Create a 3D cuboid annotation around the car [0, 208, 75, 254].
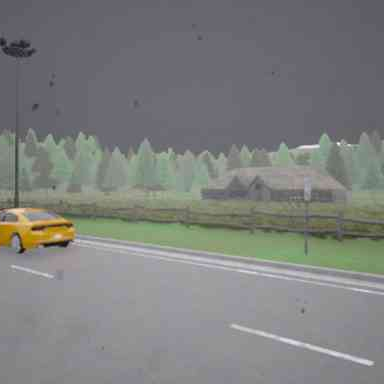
[{"bbox_3d":[-6.691,1.383,13.063,5.008,1.535,1.882,1,0,35],"label":"car"}]
